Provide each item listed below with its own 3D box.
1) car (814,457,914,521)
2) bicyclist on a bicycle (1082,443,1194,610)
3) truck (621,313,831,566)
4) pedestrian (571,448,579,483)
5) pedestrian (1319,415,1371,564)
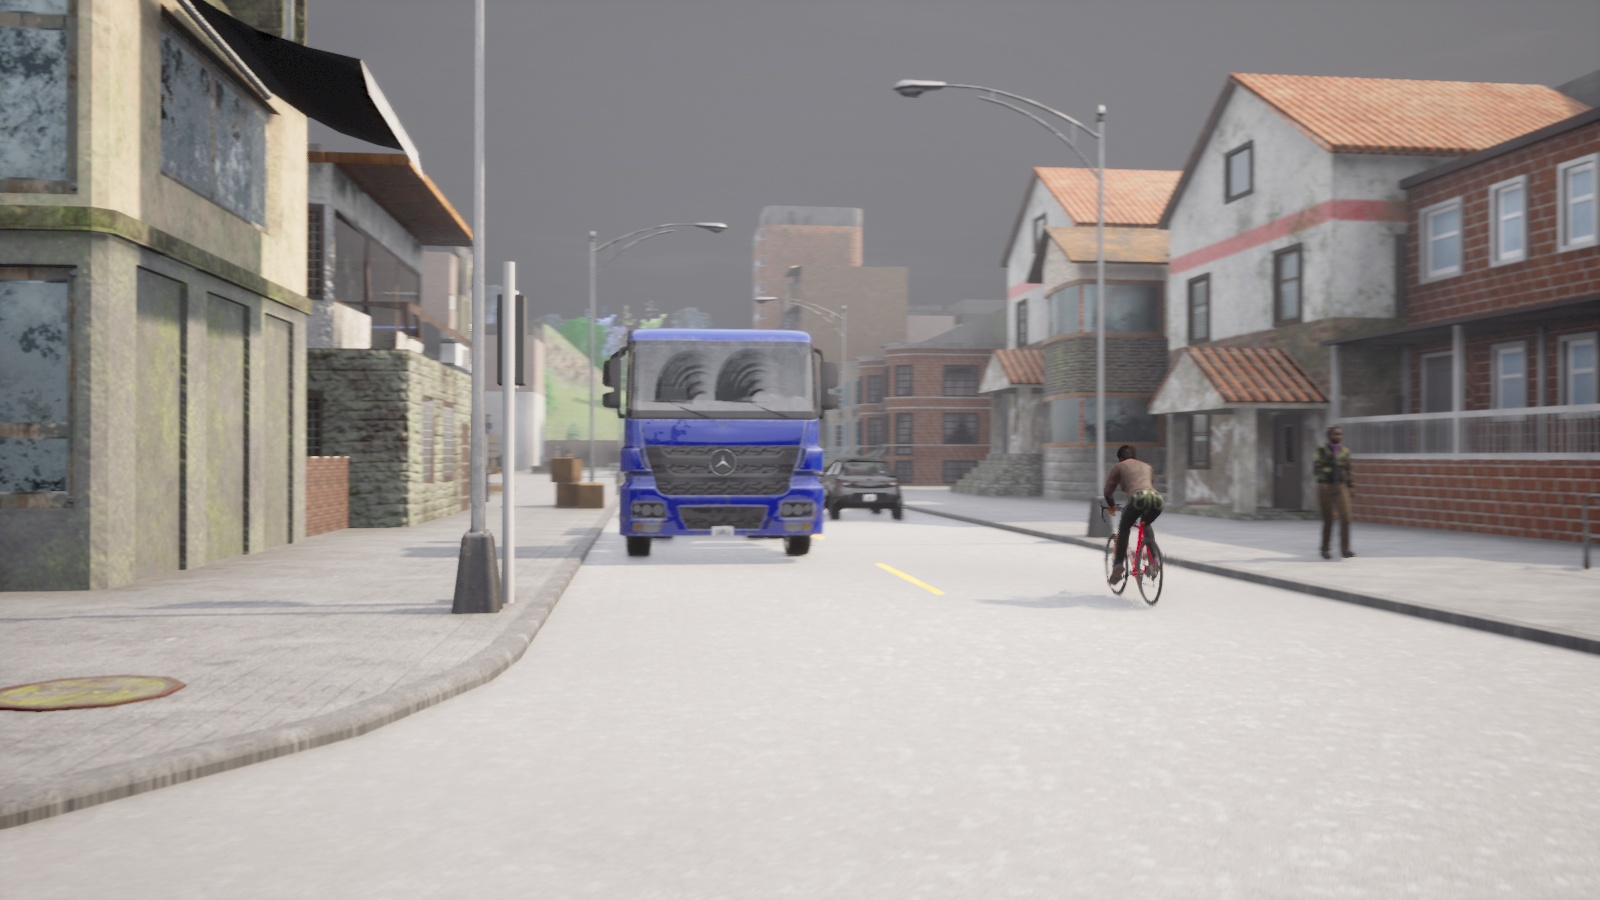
[{"bbox_3d":[1.509,0.913,31.189,1.816,1.474,4.193,0,0,-6],"label":"car"},{"bbox_3d":[3.492,0.754,13.109,0.582,1.620,1.656,0,-1,-5],"label":"bicyclist on a bicycle"},{"bbox_3d":[-1.381,-0.124,21.237,2.891,3.462,7.936,0,0,-5],"label":"truck"},{"bbox_3d":[-12.535,0.844,70.029,0.396,1.930,0.692,0,0,-8],"label":"pedestrian"},{"bbox_3d":[7.218,0.517,16.646,0.395,1.930,0.692,0,0,1],"label":"pedestrian"}]
